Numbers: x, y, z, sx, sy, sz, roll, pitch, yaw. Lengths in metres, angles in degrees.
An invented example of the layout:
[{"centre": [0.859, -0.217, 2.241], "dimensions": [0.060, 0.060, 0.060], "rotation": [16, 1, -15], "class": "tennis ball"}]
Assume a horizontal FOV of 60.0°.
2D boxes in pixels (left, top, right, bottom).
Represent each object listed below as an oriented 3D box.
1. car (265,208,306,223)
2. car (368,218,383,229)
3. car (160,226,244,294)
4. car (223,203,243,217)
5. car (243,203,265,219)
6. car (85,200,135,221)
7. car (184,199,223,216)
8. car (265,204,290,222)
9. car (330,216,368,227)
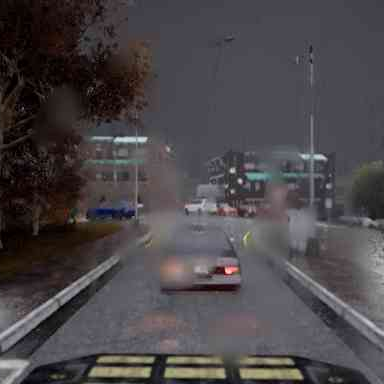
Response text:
[{"centre": [12.674, 3.165, 45.270], "dimensions": [1.946, 1.575, 5.366], "rotation": [6, -3, -31], "class": "car"}, {"centre": [24.577, 4.337, 47.406], "dimensions": [2.002, 1.452, 4.674], "rotation": [7, -3, -31], "class": "car"}, {"centre": [0.236, 1.636, 9.052], "dimensions": [2.033, 1.411, 5.357], "rotation": [0, -1, 1], "class": "car"}, {"centre": [3.907, 2.232, 43.332], "dimensions": [2.185, 1.767, 4.553], "rotation": [4, -3, -32], "class": "car"}, {"centre": [6.869, 2.476, 43.891], "dimensions": [2.185, 1.767, 4.553], "rotation": [6, -3, -32], "class": "car"}, {"centre": [-8.695, 1.970, 35.562], "dimensions": [5.566, 2.045, 2.150], "rotation": [-3, -1, 21], "class": "car"}, {"centre": [1.039, 1.947, 42.683], "dimensions": [2.435, 2.045, 5.566], "rotation": [1, -2, -31], "class": "car"}, {"centre": [9.855, 2.636, 44.509], "dimensions": [2.435, 2.045, 5.566], "rotation": [7, -3, -31], "class": "car"}, {"centre": [21.617, 4.054, 46.832], "dimensions": [2.002, 1.452, 4.674], "rotation": [6, -3, -31], "class": "car"}]
